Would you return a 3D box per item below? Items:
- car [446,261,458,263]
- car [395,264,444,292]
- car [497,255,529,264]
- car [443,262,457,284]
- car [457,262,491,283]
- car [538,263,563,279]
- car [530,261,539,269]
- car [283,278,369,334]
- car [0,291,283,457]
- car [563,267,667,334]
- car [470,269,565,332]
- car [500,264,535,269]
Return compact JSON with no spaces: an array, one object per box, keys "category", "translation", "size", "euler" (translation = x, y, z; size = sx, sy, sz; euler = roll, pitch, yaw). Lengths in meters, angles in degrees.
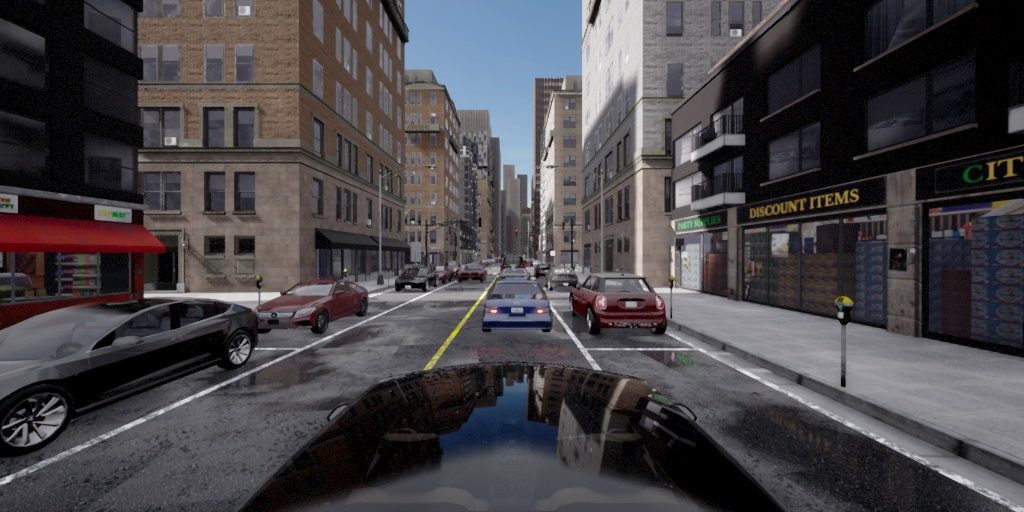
[{"category":"car","translation":[-5.589,1.188,32.592],"size":[1.967,1.591,4.097],"euler":[0,0,0]},{"category":"car","translation":[-5.619,1.314,21.589],"size":[1.948,1.339,4.313],"euler":[0,0,0]},{"category":"car","translation":[0.086,0.970,31.317],"size":[2.150,2.045,5.566],"euler":[0,0,0]},{"category":"car","translation":[-5.604,1.330,27.091],"size":[1.802,1.307,4.207],"euler":[0,0,0]},{"category":"car","translation":[-2.987,1.349,27.732],"size":[1.895,1.301,4.718],"euler":[0,0,1]},{"category":"car","translation":[2.906,1.298,21.566],"size":[2.007,1.370,4.403],"euler":[0,0,0]},{"category":"car","translation":[2.936,1.314,32.569],"size":[1.948,1.339,4.313],"euler":[0,0,0]},{"category":"car","translation":[-5.648,1.330,10.587],"size":[1.802,1.307,4.207],"euler":[0,0,0]},{"category":"car","translation":[-5.664,1.315,5.086],"size":[1.948,1.339,4.313],"euler":[0,0,0]},{"category":"car","translation":[2.877,1.188,10.564],"size":[1.967,1.591,4.097],"euler":[0,0,0]},{"category":"car","translation":[0.123,1.296,10.779],"size":[2.033,1.411,5.357],"euler":[0,0,0]},{"category":"car","translation":[0.149,1.349,21.285],"size":[1.895,1.301,4.718],"euler":[0,0,0]}]
